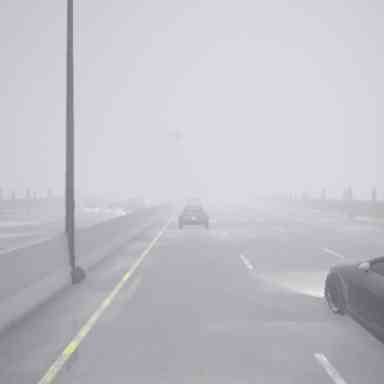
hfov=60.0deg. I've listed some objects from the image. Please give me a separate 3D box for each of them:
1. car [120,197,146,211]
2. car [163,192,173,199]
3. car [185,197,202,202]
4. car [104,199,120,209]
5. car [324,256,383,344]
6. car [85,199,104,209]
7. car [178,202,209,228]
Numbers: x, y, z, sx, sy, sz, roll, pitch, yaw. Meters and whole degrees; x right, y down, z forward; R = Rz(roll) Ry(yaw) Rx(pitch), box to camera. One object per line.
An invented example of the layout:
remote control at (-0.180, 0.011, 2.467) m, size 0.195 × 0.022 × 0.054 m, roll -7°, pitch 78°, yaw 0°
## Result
car at (-6.969, 1.407, 40.872) m, size 2.097 × 1.767 × 4.553 m, roll 0°, pitch 0°, yaw 1°
car at (-5.762, 1.039, 81.489) m, size 2.150 × 2.045 × 5.566 m, roll 0°, pitch 0°, yaw 2°
car at (0.207, 1.407, 40.331) m, size 2.097 × 1.767 × 4.553 m, roll 0°, pitch 0°, yaw 1°
car at (-10.357, 1.664, 46.426) m, size 1.895 × 1.301 × 4.718 m, roll 0°, pitch 0°, yaw 2°
car at (3.605, 1.571, 4.915) m, size 1.994 × 1.385 × 4.181 m, roll 0°, pitch 0°, yaw 0°
car at (-13.818, 1.629, 47.604) m, size 1.994 × 1.385 × 4.181 m, roll 0°, pitch 0°, yaw 2°
car at (0.112, 1.595, 22.629) m, size 1.994 × 1.385 × 4.181 m, roll 0°, pitch 0°, yaw 0°
